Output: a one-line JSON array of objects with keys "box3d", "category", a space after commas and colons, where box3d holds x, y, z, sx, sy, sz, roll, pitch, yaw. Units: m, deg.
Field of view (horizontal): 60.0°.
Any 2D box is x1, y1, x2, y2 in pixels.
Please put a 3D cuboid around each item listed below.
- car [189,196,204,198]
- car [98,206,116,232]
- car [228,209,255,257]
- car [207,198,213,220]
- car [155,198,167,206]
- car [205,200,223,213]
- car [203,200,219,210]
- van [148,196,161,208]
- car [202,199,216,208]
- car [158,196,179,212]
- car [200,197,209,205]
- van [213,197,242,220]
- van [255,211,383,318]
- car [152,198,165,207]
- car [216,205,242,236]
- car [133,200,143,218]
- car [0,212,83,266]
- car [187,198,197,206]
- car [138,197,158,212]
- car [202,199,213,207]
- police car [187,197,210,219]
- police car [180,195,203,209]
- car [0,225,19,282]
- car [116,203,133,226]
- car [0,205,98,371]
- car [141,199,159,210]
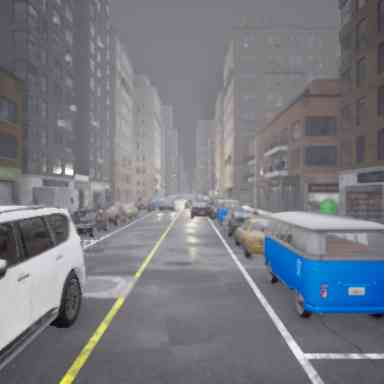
[{"box3d": [0.786, 1.656, 40.740, 1.801, 1.575, 5.366, 0, 0, 0], "category": "car"}, {"box3d": [-5.859, 1.660, 18.563, 1.947, 1.339, 4.313, 0, 0, 0], "category": "car"}, {"box3d": [2.667, 1.592, 13.071, 1.752, 1.417, 4.829, 0, 0, 0], "category": "car"}, {"box3d": [2.667, 1.589, 29.910, 1.967, 1.590, 4.097, 0, 0, 0], "category": "car"}, {"box3d": [-5.859, 1.827, 63.740, 1.752, 1.417, 4.829, 0, 0, 0], "category": "car"}, {"box3d": [2.667, 1.769, 41.248, 1.947, 1.339, 4.313, 0, 0, 0], "category": "car"}, {"box3d": [2.666, 1.796, 46.917, 1.947, 1.339, 4.313, 0, 0, 0], "category": "car"}, {"box3d": [-5.860, 1.597, 52.573, 1.690, 1.788, 3.998, 0, 0, 0], "category": "van"}, {"box3d": [2.667, 1.807, 52.585, 2.008, 1.369, 4.403, 0, 0, 0], "category": "car"}, {"box3d": [-3.085, 1.683, 41.868, 1.882, 1.535, 5.008, 0, 0, 0], "category": "car"}, {"box3d": [2.666, 1.850, 69.765, 1.752, 1.417, 4.829, 0, 0, 0], "category": "car"}, {"box3d": [2.667, 1.463, 24.241, 1.690, 1.788, 3.998, 0, 0, 0], "category": "van"}, {"box3d": [2.667, 1.379, 7.233, 1.690, 1.788, 3.998, 0, 0, 0], "category": "van"}, {"box3d": [-5.859, 1.805, 58.071, 1.752, 1.417, 4.829, 0, 0, 0], "category": "car"}, {"box3d": [2.667, 1.645, 18.571, 2.008, 1.369, 4.403, 0, 0, 0], "category": "car"}, {"box3d": [-5.859, 1.673, 29.729, 1.752, 1.417, 4.829, 0, 0, 0], "category": "car"}, {"box3d": [-5.859, 1.590, 12.725, 1.752, 1.417, 4.829, 0, 0, 0], "category": "car"}, {"box3d": [-0.002, 1.833, 63.917, 1.812, 1.442, 4.674, 0, 0, 0], "category": "car"}, {"box3d": [-5.859, 1.517, 41.237, 2.192, 1.841, 5.009, 0, 0, 0], "category": "car"}, {"box3d": [2.667, 1.863, 58.255, 1.802, 1.307, 4.206, 0, 0, 0], "category": "car"}, {"box3d": [0.796, 1.578, 30.646, 1.930, 1.638, 5.238, 0, 0, -1], "category": "police car"}, {"box3d": [0.273, 1.653, 46.568, 1.930, 1.638, 5.238, 0, 0, -16], "category": "police car"}, {"box3d": [-5.859, 1.603, 7.226, 1.947, 1.339, 4.313, 0, 0, 0], "category": "car"}, {"box3d": [-5.859, 1.666, 24.231, 1.887, 1.381, 4.507, 0, 0, 0], "category": "car"}, {"box3d": [-3.089, 1.244, 4.155, 2.150, 2.045, 5.566, 0, 0, 0], "category": "car"}, {"box3d": [-5.859, 1.780, 46.903, 2.008, 1.369, 4.403, 0, 0, 0], "category": "car"}]
